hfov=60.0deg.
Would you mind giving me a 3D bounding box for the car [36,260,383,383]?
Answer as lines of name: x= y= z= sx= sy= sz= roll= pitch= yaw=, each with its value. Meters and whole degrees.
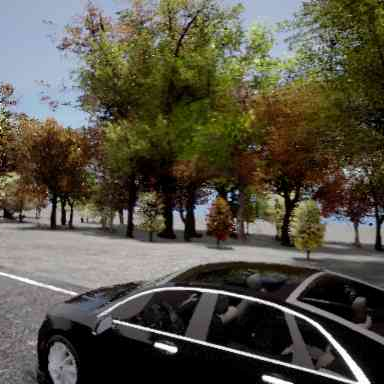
car: x=0.316 y=1.515 z=3.471 sx=4.892 sy=1.490 sz=1.837 roll=-1 pitch=0 yaw=35
